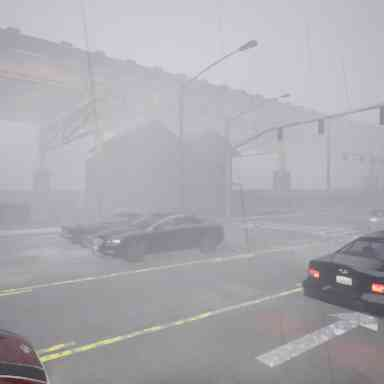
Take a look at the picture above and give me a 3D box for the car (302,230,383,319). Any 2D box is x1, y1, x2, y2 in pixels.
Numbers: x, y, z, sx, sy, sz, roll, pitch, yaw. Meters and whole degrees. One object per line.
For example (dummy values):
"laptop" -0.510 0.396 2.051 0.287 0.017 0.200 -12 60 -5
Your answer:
"car" 4.631 1.545 7.092 5.357 1.411 2.033 0 0 -35

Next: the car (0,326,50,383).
"car" -3.048 1.353 1.573 4.553 1.767 2.097 0 0 -36

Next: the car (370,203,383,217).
"car" 18.108 1.536 29.821 5.357 1.411 2.033 0 0 -36

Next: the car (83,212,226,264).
"car" -1.021 1.489 11.865 4.902 1.511 2.128 0 0 -36

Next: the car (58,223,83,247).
"car" -3.253 1.599 14.572 4.718 1.301 1.895 0 0 -36
